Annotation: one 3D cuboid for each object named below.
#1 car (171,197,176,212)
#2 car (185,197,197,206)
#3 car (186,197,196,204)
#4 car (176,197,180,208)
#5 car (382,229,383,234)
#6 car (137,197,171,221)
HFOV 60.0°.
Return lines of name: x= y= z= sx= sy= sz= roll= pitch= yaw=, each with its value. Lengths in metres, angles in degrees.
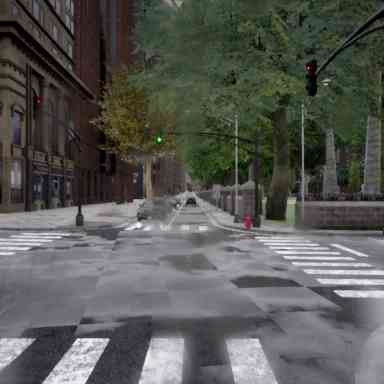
car: x=-3.184 y=1.543 z=36.324 sx=2.128 sy=1.511 sz=4.902 roll=0 pitch=0 yaw=0
car: x=-0.148 y=1.624 z=58.108 sx=1.837 sy=1.490 sz=4.892 roll=0 pitch=0 yaw=0
car: x=-0.173 y=1.726 z=68.143 sx=1.994 sy=1.385 sz=4.181 roll=0 pitch=0 yaw=0
car: x=-3.207 y=1.433 z=47.197 sx=2.097 sy=1.767 sz=4.553 roll=0 pitch=0 yaw=0
car: x=11.858 y=1.836 z=16.662 sx=4.206 sy=1.307 sz=1.802 roll=1 pitch=-1 yaw=0
car: x=-3.162 y=1.384 z=27.234 sx=2.097 sy=1.767 sz=4.553 roll=0 pitch=0 yaw=0
